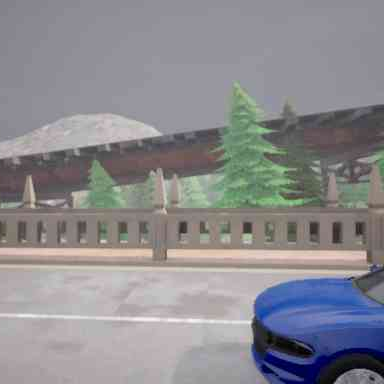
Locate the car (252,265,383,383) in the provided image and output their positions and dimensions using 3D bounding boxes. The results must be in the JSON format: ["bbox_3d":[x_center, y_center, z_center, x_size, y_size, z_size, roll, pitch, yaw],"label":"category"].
[{"bbox_3d":[3.222,1.456,3.809,5.008,1.535,1.882,0,0,5],"label":"car"}]
